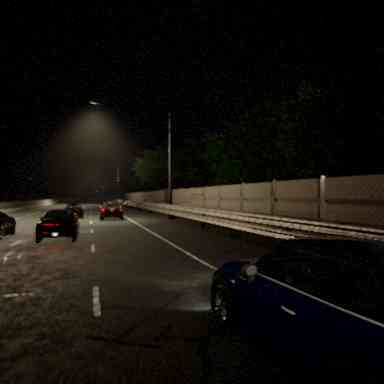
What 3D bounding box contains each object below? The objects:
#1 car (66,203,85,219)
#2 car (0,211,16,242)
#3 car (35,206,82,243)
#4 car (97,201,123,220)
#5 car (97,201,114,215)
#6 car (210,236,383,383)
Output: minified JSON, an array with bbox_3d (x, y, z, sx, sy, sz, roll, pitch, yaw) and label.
[{"bbox_3d":[-11.971,1.902,33.667,1.837,1.490,4.892,0,-1,-17],"label":"car"},{"bbox_3d":[-10.576,1.686,17.278,1.882,1.535,5.008,0,-1,-17],"label":"car"},{"bbox_3d":[-6.985,1.704,17.510,1.837,1.490,4.892,0,-1,-17],"label":"car"},{"bbox_3d":[-7.874,1.719,32.201,2.097,1.767,4.553,0,-1,-17],"label":"car"},{"bbox_3d":[-11.114,1.980,42.554,1.882,1.535,5.008,0,-1,-17],"label":"car"},{"bbox_3d":[1.860,1.392,4.535,2.097,1.767,4.553,0,-1,-17],"label":"car"}]
